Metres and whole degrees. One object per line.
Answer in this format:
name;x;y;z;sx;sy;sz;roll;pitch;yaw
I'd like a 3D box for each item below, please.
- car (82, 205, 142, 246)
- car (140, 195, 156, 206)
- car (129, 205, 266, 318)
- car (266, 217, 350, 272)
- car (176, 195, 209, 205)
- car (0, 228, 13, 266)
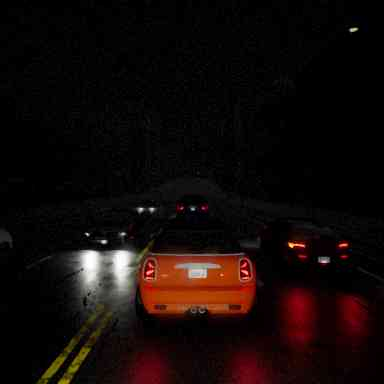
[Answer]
car;-3.382;1.533;15.436;2.033;1.411;5.357;0;0;0
car;-6.610;1.196;50.479;1.882;1.535;5.008;0;0;0
car;0.082;1.346;7.546;2.097;1.767;4.553;0;0;0
car;3.333;1.517;10.592;1.812;1.442;4.674;0;0;1
car;0.046;1.195;24.028;2.150;2.045;5.566;0;0;0
car;-6.618;1.518;8.848;1.812;1.442;4.674;0;0;0
